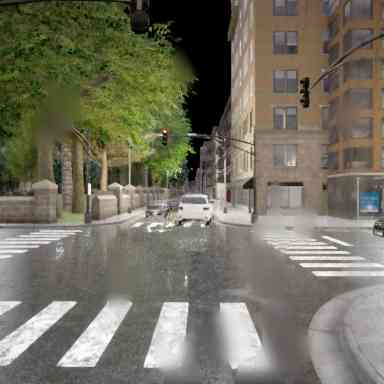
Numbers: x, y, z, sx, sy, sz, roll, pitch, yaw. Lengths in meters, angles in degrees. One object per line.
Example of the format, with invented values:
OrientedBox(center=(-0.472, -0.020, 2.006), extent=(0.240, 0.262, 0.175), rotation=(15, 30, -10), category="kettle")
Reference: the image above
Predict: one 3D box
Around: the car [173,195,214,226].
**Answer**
OrientedBox(center=(0.313, 1.211, 23.569), extent=(2.150, 2.045, 5.566), rotation=(1, 0, 6), category="car")

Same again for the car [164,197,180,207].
OrientedBox(center=(-2.987, 1.488, 50.485), extent=(2.033, 1.411, 5.357), rotation=(0, 0, 0), category="car")

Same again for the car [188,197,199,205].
OrientedBox(center=(0.219, 1.523, 59.516), extent=(1.895, 1.301, 4.718), rotation=(0, 0, 0), category="car")

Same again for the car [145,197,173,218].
OrientedBox(center=(-3.026, 1.472, 29.714), extent=(2.128, 1.511, 4.902), rotation=(0, 0, 0), category="car")

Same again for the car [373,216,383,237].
OrientedBox(center=(10.999, 1.366, 15.485), extent=(4.553, 1.767, 2.097), rotation=(0, 0, 0), category="car")

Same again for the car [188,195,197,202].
OrientedBox(center=(0.183, 1.424, 70.670), extent=(1.812, 1.442, 4.674), rotation=(0, 0, 0), category="car")

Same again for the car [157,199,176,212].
OrientedBox(center=(-3.019, 1.562, 39.797), extent=(1.895, 1.301, 4.718), rotation=(0, 0, 0), category="car")
